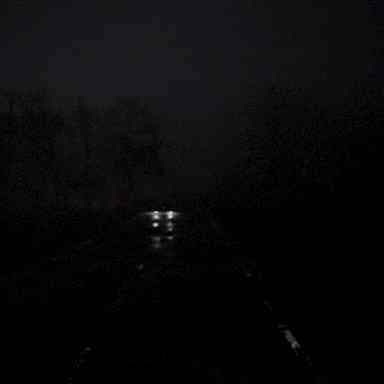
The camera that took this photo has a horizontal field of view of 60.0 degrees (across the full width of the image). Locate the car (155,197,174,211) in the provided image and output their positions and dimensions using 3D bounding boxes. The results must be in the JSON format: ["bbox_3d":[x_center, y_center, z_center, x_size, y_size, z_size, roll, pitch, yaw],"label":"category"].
[{"bbox_3d":[-3.022,1.380,37.349,1.837,1.490,4.892,0,0,0],"label":"car"}]
